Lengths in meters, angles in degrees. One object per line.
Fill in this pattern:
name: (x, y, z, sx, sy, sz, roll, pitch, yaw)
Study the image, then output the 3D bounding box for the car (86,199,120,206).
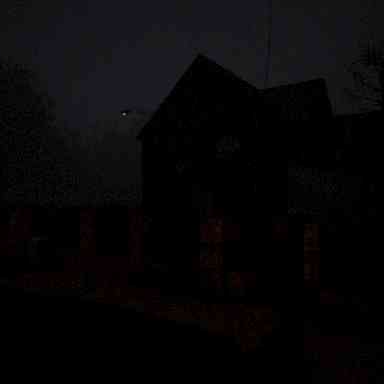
car: (-9.648, 1.682, 32.334, 1.895, 1.301, 4.718, 0, 0, 35)

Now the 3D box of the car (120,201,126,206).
car: (-9.735, 1.599, 37.831, 1.837, 1.490, 4.892, 0, 1, 35)
